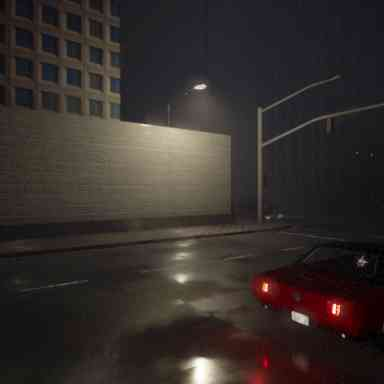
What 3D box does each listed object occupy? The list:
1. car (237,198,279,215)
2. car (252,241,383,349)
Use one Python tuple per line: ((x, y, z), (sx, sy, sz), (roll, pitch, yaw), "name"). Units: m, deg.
((6.847, 1.397, 34.698), (2.097, 1.767, 4.553), (0, 0, -35), "car")
((3.440, 1.598, 6.238), (4.718, 1.301, 1.895), (0, 0, -35), "car")
